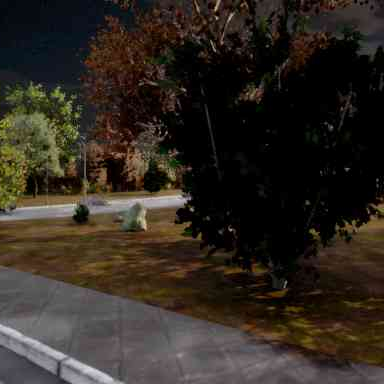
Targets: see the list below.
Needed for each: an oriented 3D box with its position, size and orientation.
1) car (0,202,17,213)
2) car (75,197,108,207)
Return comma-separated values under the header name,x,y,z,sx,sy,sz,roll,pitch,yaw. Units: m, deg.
name,x,y,z,sx,sy,sz,roll,pitch,yaw
car,-21.024,1.534,34.692,2.128,1.511,4.902,0,1,39
car,-13.295,1.311,44.204,1.994,1.385,4.181,0,2,39
